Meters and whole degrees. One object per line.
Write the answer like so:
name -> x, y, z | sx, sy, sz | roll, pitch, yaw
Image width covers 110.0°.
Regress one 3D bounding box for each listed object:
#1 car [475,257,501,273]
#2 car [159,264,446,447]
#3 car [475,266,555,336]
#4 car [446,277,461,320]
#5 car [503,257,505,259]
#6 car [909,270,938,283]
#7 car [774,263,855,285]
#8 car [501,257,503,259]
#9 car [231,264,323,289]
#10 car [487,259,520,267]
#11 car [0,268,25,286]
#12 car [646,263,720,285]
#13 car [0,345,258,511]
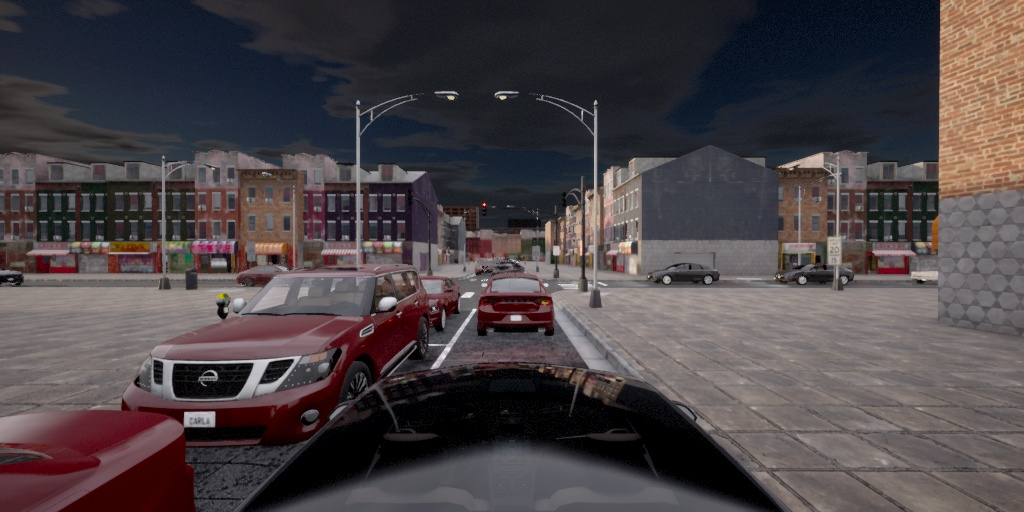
car -> -2.652, 1.072, 37.391 | 2.192, 1.841, 5.009 | 0, 0, 0
car -> -2.640, 1.064, 5.548 | 2.192, 1.841, 5.009 | 0, 0, 0
car -> 0.093, 1.227, 10.445 | 1.882, 1.535, 5.008 | 0, 0, 0
car -> -2.642, 1.294, 10.982 | 1.888, 1.381, 4.507 | 0, 0, 0
car -> -2.663, 1.337, 64.525 | 2.007, 1.370, 4.403 | 0, 0, 0
car -> 31.770, 1.390, 25.727 | 4.718, 1.301, 1.895 | 0, 0, 0
car -> 21.609, 1.277, 25.744 | 4.892, 1.490, 1.837 | 0, 0, 0
car -> -2.657, 1.081, 48.245 | 2.192, 1.841, 5.009 | 0, 0, 0
car -> -14.873, 1.277, 22.844 | 4.674, 1.442, 1.812 | 0, 0, 0
car -> -0.212, 1.259, 30.418 | 1.837, 1.490, 4.892 | 3, 1, 16
car -> -34.419, 1.218, 22.880 | 5.008, 1.535, 1.882 | 0, 0, 0
car -> 12.218, 1.264, 25.757 | 4.892, 1.490, 1.837 | 0, 0, 0
car -> -2.638, 1.295, 0.115 | 1.888, 1.381, 4.507 | 0, 0, 0
